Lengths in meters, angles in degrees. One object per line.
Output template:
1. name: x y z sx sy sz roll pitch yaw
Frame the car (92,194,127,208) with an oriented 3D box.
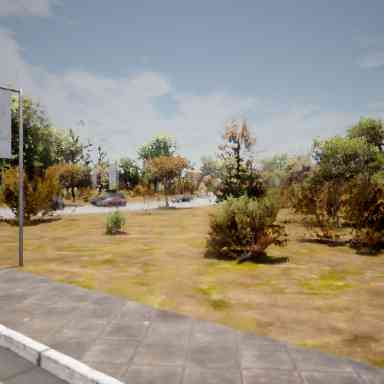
1. car: -11.501 1.467 47.715 1.812 1.442 4.674 0 1 38

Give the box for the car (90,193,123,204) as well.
1. car: -12.944 1.143 51.523 2.150 2.045 5.566 0 0 39

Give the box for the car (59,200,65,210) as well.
1. car: -17.740 1.347 39.946 2.097 1.767 4.553 0 0 39

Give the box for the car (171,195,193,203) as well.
1. car: -1.724 1.248 59.906 2.128 1.511 4.902 0 1 37
